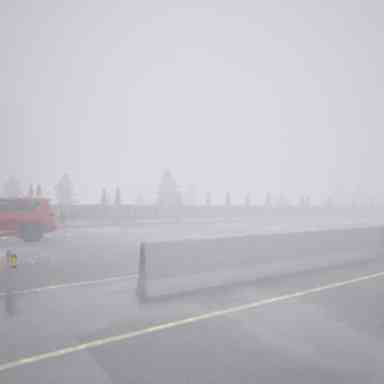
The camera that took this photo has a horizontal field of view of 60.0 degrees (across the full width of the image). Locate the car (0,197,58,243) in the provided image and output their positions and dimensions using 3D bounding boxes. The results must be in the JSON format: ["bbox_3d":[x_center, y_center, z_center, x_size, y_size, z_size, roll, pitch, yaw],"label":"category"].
[{"bbox_3d":[-8.955,1.238,14.799,5.566,2.045,2.150,1,-1,-35],"label":"car"}]
